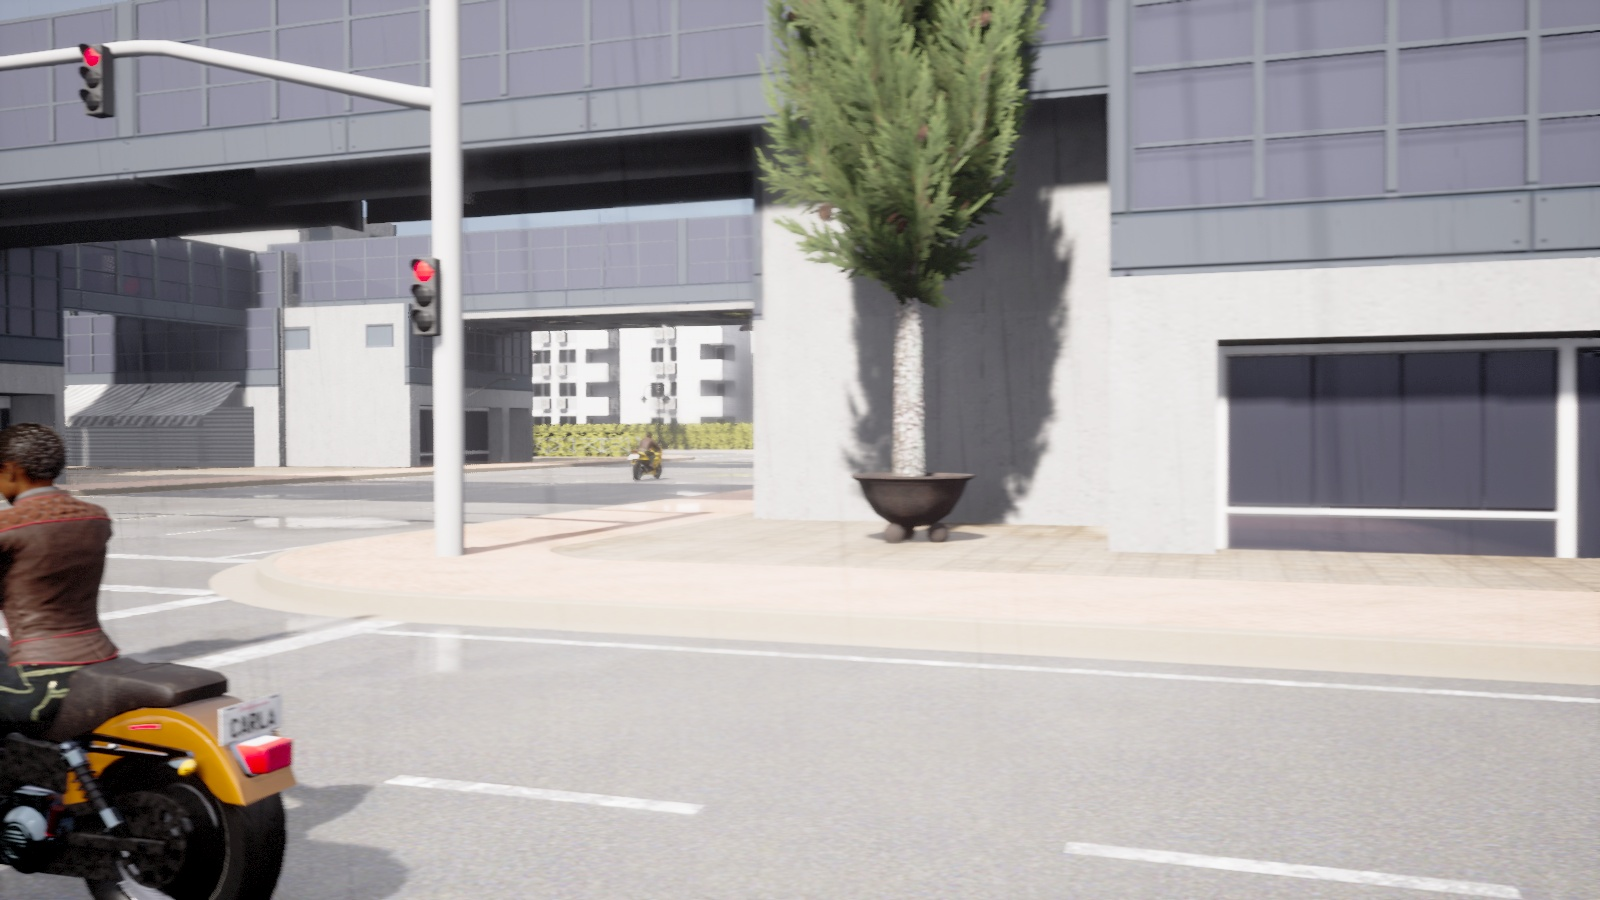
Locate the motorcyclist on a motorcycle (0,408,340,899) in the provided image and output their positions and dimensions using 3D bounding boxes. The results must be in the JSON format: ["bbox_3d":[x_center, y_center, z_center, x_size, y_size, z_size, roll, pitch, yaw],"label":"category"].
[{"bbox_3d":[-2.742,0.701,4.112,2.350,1.649,0.766,0,1,18],"label":"motorcyclist on a motorcycle"}]

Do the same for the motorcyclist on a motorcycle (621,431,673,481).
[{"bbox_3d":[-4.773,0.161,39.246,0.797,1.523,2.044,1,1,19],"label":"motorcyclist on a motorcycle"}]
